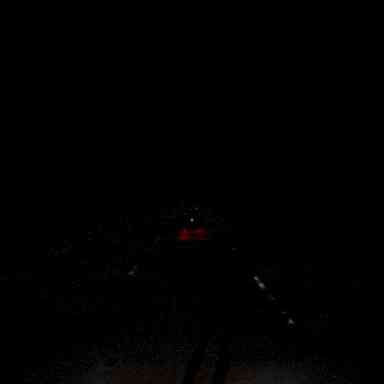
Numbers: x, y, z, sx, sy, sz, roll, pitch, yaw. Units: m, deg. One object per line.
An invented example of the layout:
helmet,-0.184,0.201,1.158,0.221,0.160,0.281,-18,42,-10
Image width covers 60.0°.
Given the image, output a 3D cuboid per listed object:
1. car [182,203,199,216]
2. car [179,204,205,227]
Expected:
car,-0.177,2.142,41.536,1.994,1.385,4.181,0,-1,-1
car,-0.006,1.819,25.902,2.128,1.511,4.902,0,-1,0
